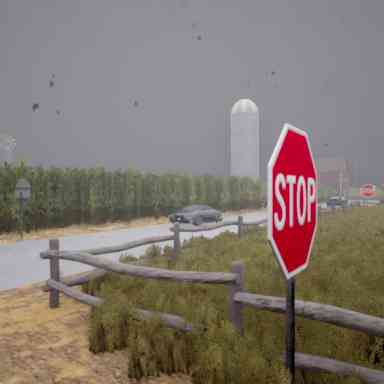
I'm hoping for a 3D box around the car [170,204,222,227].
[{"bbox_3d":[0.330,1.560,23.018,1.994,1.385,4.181,0,0,36],"label":"car"}]

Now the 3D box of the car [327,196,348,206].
[{"bbox_3d":[19.029,1.305,43.543,1.837,1.490,4.892,0,0,36],"label":"car"}]

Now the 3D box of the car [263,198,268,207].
[{"bbox_3d":[9.223,1.023,35.300,1.882,1.535,5.008,0,0,36],"label":"car"}]
